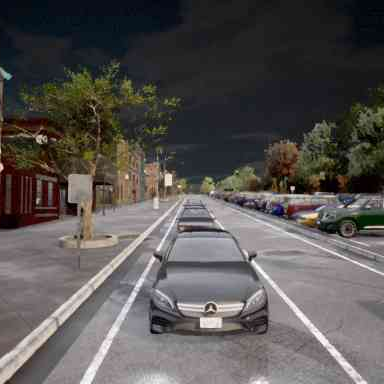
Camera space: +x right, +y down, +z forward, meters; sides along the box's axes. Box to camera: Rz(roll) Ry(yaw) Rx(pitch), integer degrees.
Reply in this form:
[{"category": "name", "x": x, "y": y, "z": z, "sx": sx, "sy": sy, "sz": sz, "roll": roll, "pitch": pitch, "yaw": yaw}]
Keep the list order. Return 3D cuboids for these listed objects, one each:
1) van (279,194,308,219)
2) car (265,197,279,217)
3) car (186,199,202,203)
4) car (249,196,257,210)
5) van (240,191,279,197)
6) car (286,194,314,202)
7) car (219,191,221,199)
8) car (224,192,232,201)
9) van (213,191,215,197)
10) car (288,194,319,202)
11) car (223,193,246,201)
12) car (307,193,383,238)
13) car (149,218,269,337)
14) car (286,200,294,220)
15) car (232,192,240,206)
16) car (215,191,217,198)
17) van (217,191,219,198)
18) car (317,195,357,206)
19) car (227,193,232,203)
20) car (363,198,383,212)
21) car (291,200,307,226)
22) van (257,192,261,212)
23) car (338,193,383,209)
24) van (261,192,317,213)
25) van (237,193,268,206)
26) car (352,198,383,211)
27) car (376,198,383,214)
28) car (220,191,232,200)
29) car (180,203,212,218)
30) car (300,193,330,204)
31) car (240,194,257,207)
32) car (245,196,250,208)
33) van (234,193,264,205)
[{"category": "van", "x": 9.338, "y": 1.237, "z": 25.484, "sx": 4.442, "sy": 1.987, "sz": 1.878, "roll": 0, "pitch": 0, "yaw": 0}, {"category": "car", "x": 9.196, "y": 1.460, "z": 28.287, "sx": 5.008, "sy": 1.535, "sz": 2.097, "roll": 0, "pitch": 0, "yaw": 0}, {"category": "car", "x": 0.221, "y": 1.442, "z": 29.942, "sx": 2.128, "sy": 1.511, "sz": 4.902, "roll": 0, "pitch": 0, "yaw": 0}, {"category": "car", "x": 9.172, "y": 1.470, "z": 36.699, "sx": 4.792, "sy": 1.488, "sz": 2.163, "roll": 0, "pitch": 0, "yaw": 0}, {"category": "van", "x": 9.200, "y": 1.163, "z": 45.116, "sx": 4.442, "sy": 1.987, "sz": 1.878, "roll": 0, "pitch": 0, "yaw": 0}, {"category": "car", "x": 22.008, "y": 1.188, "z": 68.004, "sx": 4.892, "sy": 1.521, "sz": 2.231, "roll": 0, "pitch": 1, "yaw": 0}, {"category": "car", "x": 8.897, "y": 0.938, "z": 67.538, "sx": 5.566, "sy": 2.045, "sz": 2.435, "roll": 0, "pitch": 1, "yaw": 0}, {"category": "car", "x": 8.962, "y": 1.279, "z": 61.934, "sx": 4.674, "sy": 1.452, "sz": 2.002, "roll": 0, "pitch": 1, "yaw": 0}, {"category": "van", "x": 8.650, "y": 0.764, "z": 89.962, "sx": 4.442, "sy": 1.987, "sz": 1.878, "roll": 0, "pitch": 1, "yaw": 0}, {"category": "car", "x": 21.836, "y": 1.209, "z": 65.226, "sx": 5.366, "sy": 1.575, "sz": 1.946, "roll": 0, "pitch": 0, "yaw": 0}, {"category": "car", "x": 8.874, "y": 1.039, "z": 70.342, "sx": 4.553, "sy": 1.767, "sz": 2.185, "roll": 0, "pitch": 1, "yaw": 0}, {"category": "car", "x": 9.252, "y": 1.221, "z": 17.073, "sx": 5.566, "sy": 2.045, "sz": 2.435, "roll": 0, "pitch": 0, "yaw": 0}, {"category": "car", "x": 0.253, "y": 1.524, "z": 6.868, "sx": 1.812, "sy": 1.442, "sz": 4.674, "roll": 0, "pitch": 0, "yaw": 0}, {"category": "car", "x": 9.244, "y": 1.506, "z": 22.680, "sx": 4.674, "sy": 1.452, "sz": 2.002, "roll": 0, "pitch": 0, "yaw": 0}, {"category": "car", "x": 9.035, "y": 1.113, "z": 47.915, "sx": 5.566, "sy": 2.045, "sz": 2.435, "roll": 0, "pitch": 1, "yaw": 0}, {"category": "car", "x": 8.821, "y": 1.064, "z": 81.556, "sx": 5.008, "sy": 1.535, "sz": 2.097, "roll": 0, "pitch": 1, "yaw": 0}, {"category": "van", "x": 8.729, "y": 0.864, "z": 78.750, "sx": 4.442, "sy": 1.987, "sz": 1.878, "roll": 0, "pitch": 1, "yaw": 0}, {"category": "car", "x": 22.305, "y": 1.332, "z": 51.351, "sx": 5.366, "sy": 1.575, "sz": 1.946, "roll": 0, "pitch": 1, "yaw": 0}, {"category": "car", "x": 8.998, "y": 1.290, "z": 56.328, "sx": 4.892, "sy": 1.521, "sz": 2.231, "roll": 0, "pitch": 1, "yaw": 0}, {"category": "car", "x": 22.188, "y": 1.469, "z": 37.464, "sx": 4.792, "sy": 1.488, "sz": 2.163, "roll": 0, "pitch": 0, "yaw": 0}, {"category": "car", "x": 9.076, "y": 1.466, "z": 19.876, "sx": 5.366, "sy": 1.575, "sz": 1.946, "roll": 0, "pitch": 0, "yaw": 0}, {"category": "van", "x": 9.279, "y": 1.222, "z": 33.896, "sx": 4.442, "sy": 1.987, "sz": 1.878, "roll": 0, "pitch": 0, "yaw": 0}, {"category": "car", "x": 22.149, "y": 1.153, "z": 43.020, "sx": 5.566, "sy": 2.045, "sz": 2.435, "roll": 0, "pitch": 0, "yaw": 0}, {"category": "van", "x": 9.065, "y": 1.230, "z": 31.093, "sx": 4.442, "sy": 1.987, "sz": 1.878, "roll": 0, "pitch": 0, "yaw": 0}, {"category": "van", "x": 9.160, "y": 1.113, "z": 50.721, "sx": 4.442, "sy": 1.987, "sz": 1.878, "roll": 0, "pitch": 1, "yaw": 0}, {"category": "car", "x": 22.226, "y": 1.452, "z": 40.247, "sx": 4.792, "sy": 1.488, "sz": 2.163, "roll": 0, "pitch": 0, "yaw": 0}, {"category": "car", "x": 22.421, "y": 1.444, "z": 34.694, "sx": 5.366, "sy": 1.575, "sz": 1.946, "roll": 0, "pitch": 0, "yaw": 0}, {"category": "car", "x": 8.916, "y": 0.963, "z": 64.735, "sx": 5.566, "sy": 2.045, "sz": 2.435, "roll": 0, "pitch": 1, "yaw": 0}, {"category": "car", "x": 0.194, "y": 1.532, "z": 17.447, "sx": 2.033, "sy": 1.411, "sz": 5.357, "roll": 0, "pitch": 0, "yaw": 0}, {"category": "car", "x": 22.091, "y": 1.136, "z": 59.677, "sx": 4.553, "sy": 1.767, "sz": 2.185, "roll": 0, "pitch": 1, "yaw": 0}, {"category": "car", "x": 9.109, "y": 1.409, "z": 42.309, "sx": 4.892, "sy": 1.521, "sz": 2.231, "roll": 0, "pitch": 0, "yaw": 0}, {"category": "car", "x": 9.120, "y": 1.466, "z": 39.507, "sx": 4.674, "sy": 1.452, "sz": 2.002, "roll": 0, "pitch": 0, "yaw": 0}, {"category": "van", "x": 9.141, "y": 1.088, "z": 53.524, "sx": 4.442, "sy": 1.987, "sz": 1.878, "roll": 0, "pitch": 1, "yaw": 0}]
